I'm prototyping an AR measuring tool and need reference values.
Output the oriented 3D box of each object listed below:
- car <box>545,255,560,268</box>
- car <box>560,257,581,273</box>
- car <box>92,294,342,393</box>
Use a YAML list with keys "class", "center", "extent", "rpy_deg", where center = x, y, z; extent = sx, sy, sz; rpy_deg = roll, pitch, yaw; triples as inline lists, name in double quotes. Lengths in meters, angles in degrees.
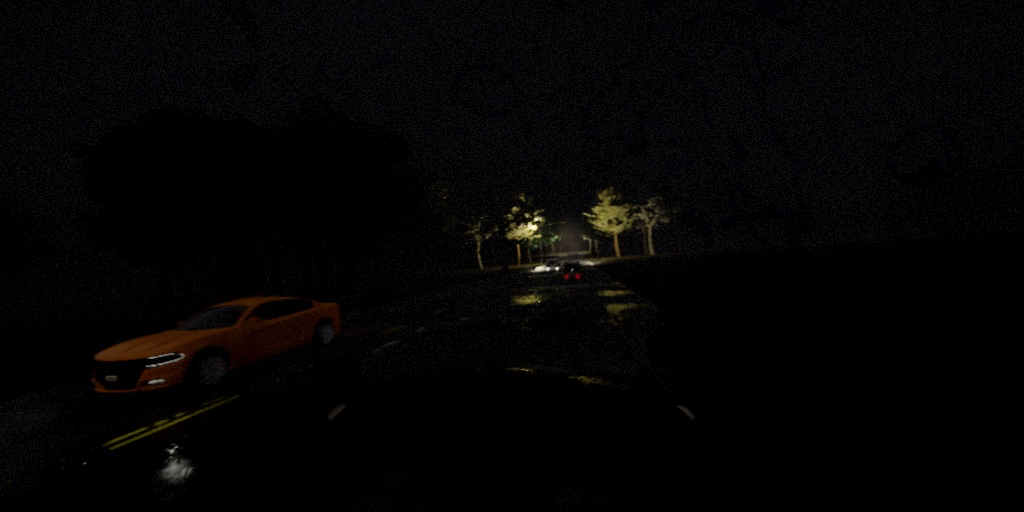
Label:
- class: "car"
  center: [7.224, 0.897, 62.869]
  extent: [2.150, 2.045, 5.566]
  rpy_deg: [-4, 0, 13]
- class: "car"
  center: [6.952, 1.174, 41.277]
  extent: [1.895, 1.301, 4.718]
  rpy_deg: [-4, 0, 10]
- class: "car"
  center: [-6.187, 1.738, 8.380]
  extent: [1.882, 1.535, 5.008]
  rpy_deg: [-4, -1, 10]
